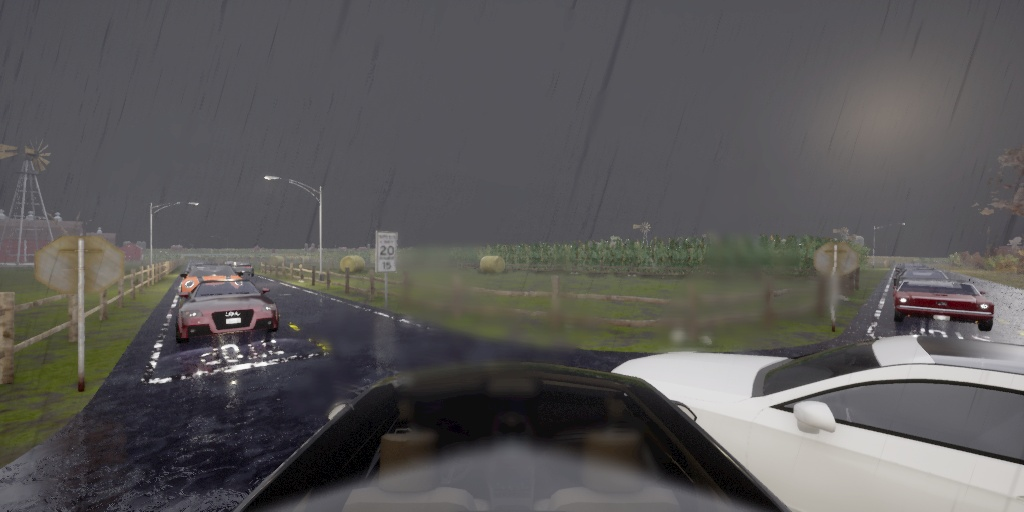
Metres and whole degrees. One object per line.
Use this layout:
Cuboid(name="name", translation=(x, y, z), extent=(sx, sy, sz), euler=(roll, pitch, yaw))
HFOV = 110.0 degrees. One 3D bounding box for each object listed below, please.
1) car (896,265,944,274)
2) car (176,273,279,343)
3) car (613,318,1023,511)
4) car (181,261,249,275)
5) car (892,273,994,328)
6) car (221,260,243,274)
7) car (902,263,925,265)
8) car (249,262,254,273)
Cuboid(name="car", translation=(20.594, 1.361, 18.000), extent=(5.357, 1.411, 2.033), euler=(0, 1, -43))
Cuboid(name="car", translation=(-7.941, 1.354, 9.961), extent=(1.994, 1.385, 4.181), euler=(0, 0, -43))
Cuboid(name="car", translation=(2.838, 1.294, 2.375), extent=(1.812, 1.442, 4.674), euler=(0, 1, -44))
Cuboid(name="car", translation=(-13.718, 1.138, 16.444), extent=(2.097, 1.767, 4.553), euler=(0, 0, -42))
Cuboid(name="car", translation=(13.517, 1.397, 11.437), extent=(4.718, 1.301, 1.895), euler=(0, 1, -43))
Cuboid(name="car", translation=(-33.704, 1.300, 43.131), extent=(1.837, 1.490, 4.892), euler=(0, 0, -41))
Cuboid(name="car", translation=(27.349, 1.398, 24.255), extent=(4.181, 1.385, 1.994), euler=(0, 1, -43))
Cuboid(name="car", translation=(-26.983, 1.280, 35.673), extent=(2.128, 1.511, 4.902), euler=(0, 0, -41))
